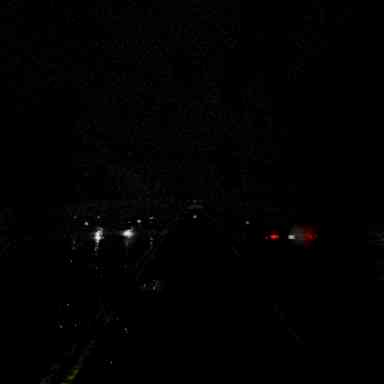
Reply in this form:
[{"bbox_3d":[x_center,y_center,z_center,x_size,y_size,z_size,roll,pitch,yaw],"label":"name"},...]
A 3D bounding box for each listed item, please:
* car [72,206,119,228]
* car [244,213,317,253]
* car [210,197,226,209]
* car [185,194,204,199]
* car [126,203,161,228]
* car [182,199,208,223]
[{"bbox_3d":[-6.395,1.626,22.435,1.895,1.301,4.718,0,0,1],"label":"car"},{"bbox_3d":[3.423,1.594,13.840,2.033,1.411,5.357,0,0,0],"label":"car"},{"bbox_3d":[3.608,1.502,46.380,2.128,1.511,4.902,0,0,0],"label":"car"},{"bbox_3d":[0.333,1.228,43.641,2.150,2.045,5.566,0,0,1],"label":"car"},{"bbox_3d":[-3.147,1.541,22.357,1.837,1.490,4.892,0,0,1],"label":"car"},{"bbox_3d":[0.228,1.566,25.943,1.812,1.442,4.674,0,0,1],"label":"car"}]
